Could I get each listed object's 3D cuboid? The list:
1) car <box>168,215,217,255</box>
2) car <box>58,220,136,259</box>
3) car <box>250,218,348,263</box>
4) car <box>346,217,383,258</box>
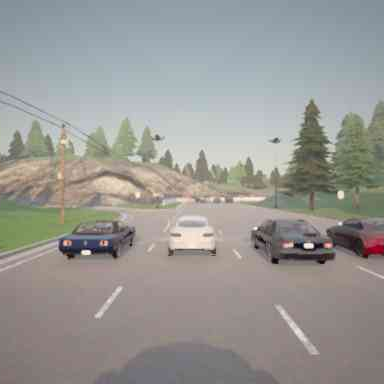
[{"bbox_3d":[0.018,1.680,13.879,1.812,1.442,4.674,0,0,0],"label":"car"},{"bbox_3d":[-3.487,1.748,13.231,1.895,1.301,4.718,0,-1,0],"label":"car"},{"bbox_3d":[3.506,1.687,12.487,2.033,1.411,5.357,0,-1,0],"label":"car"},{"bbox_3d":[7.015,1.714,13.443,1.994,1.385,4.181,0,-1,1],"label":"car"}]
